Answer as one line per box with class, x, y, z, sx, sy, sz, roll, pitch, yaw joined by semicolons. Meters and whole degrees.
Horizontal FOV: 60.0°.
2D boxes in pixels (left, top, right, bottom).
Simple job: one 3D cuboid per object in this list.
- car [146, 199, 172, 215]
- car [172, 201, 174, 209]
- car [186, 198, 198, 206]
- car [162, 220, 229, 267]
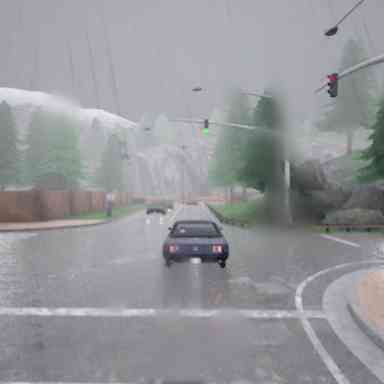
car;-3.553;1.588;34.707;2.033;1.411;5.357;0;0;0
car;-3.526;1.616;44.696;1.994;1.385;4.181;0;0;1
car;0.039;1.612;55.021;2.033;1.411;5.357;0;0;0
car;0.107;1.612;11.448;1.895;1.301;4.718;0;0;0
